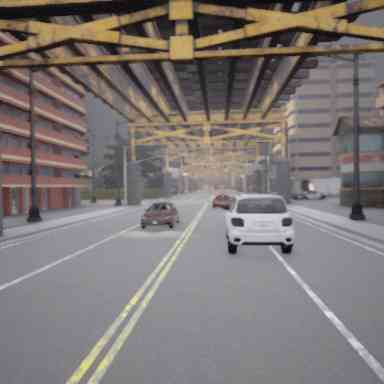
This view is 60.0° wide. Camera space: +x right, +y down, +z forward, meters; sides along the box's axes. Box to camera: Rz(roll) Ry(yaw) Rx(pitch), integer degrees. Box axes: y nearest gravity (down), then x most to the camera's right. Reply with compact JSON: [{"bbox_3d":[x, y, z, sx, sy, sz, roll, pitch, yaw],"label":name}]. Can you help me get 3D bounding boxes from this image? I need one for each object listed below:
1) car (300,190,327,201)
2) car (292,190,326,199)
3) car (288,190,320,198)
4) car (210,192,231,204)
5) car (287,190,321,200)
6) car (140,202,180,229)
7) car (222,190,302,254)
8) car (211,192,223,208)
[{"bbox_3d":[17.436,0.519,49.703,4.974,1.542,2.038,-1,1,-15],"label":"car"},{"bbox_3d":[17.483,0.361,49.715,4.536,1.218,1.853,-1,1,-15],"label":"car"},{"bbox_3d":[18.136,0.284,53.794,4.536,1.218,1.853,0,1,30],"label":"car"},{"bbox_3d":[4.017,0.778,47.267,1.882,1.535,5.008,-1,1,-7],"label":"car"},{"bbox_3d":[18.093,0.442,53.822,4.974,1.542,2.038,0,1,30],"label":"car"},{"bbox_3d":[-1.820,1.346,20.220,1.812,1.442,4.674,-1,1,4],"label":"car"},{"bbox_3d":[2.424,1.075,13.013,2.150,2.045,5.566,-1,1,5],"label":"car"},{"bbox_3d":[3.275,1.042,37.109,1.994,1.385,4.181,-1,1,4],"label":"car"}]
